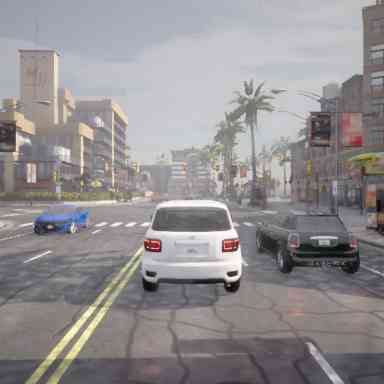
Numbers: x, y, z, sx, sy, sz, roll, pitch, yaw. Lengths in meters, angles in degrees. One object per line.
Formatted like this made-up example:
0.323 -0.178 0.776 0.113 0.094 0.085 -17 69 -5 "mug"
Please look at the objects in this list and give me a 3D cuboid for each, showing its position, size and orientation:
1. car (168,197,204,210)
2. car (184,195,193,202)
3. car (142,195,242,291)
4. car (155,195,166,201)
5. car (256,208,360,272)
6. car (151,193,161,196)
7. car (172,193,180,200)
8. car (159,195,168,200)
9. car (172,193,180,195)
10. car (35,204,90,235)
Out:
-0.728 1.478 43.099 1.882 1.535 5.008 1 1 39 "car"
-0.720 1.478 74.493 1.882 1.535 5.008 0 0 -1 "car"
-0.015 1.221 9.151 2.150 2.045 5.566 0 0 0 "car"
-7.801 1.525 82.588 2.128 1.511 4.902 0 0 -1 "car"
3.479 1.352 10.889 2.097 1.767 4.553 0 0 0 "car"
-7.705 1.225 72.866 2.150 2.045 5.566 0 0 -1 "car"
-4.413 1.225 93.174 2.150 2.045 5.566 0 0 -1 "car"
-7.906 1.540 92.927 2.033 1.411 5.357 0 0 -1 "car"
-4.205 1.540 72.880 2.033 1.411 5.357 0 0 -1 "car"
-7.282 1.478 19.147 1.882 1.535 5.008 1 0 -4 "car"
